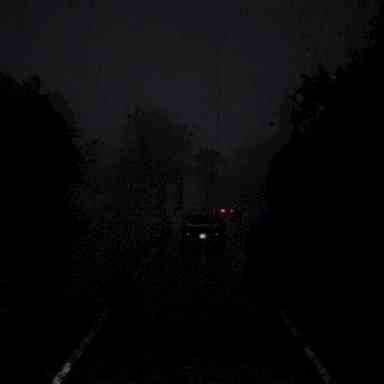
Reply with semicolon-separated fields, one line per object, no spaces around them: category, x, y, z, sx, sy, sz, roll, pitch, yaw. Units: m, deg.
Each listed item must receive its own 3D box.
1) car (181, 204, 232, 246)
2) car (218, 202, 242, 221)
car;0.553;1.535;15.377;2.128;1.511;4.902;0;0;4
car;3.404;1.756;31.313;2.097;1.767;4.553;0;-2;18
